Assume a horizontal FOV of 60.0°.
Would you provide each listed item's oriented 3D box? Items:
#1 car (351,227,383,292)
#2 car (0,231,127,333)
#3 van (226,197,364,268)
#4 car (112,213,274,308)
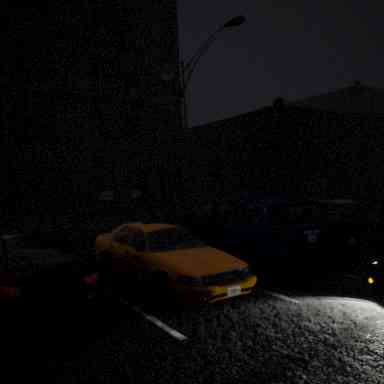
[{"bbox_3d":[5.717,1.501,7.451,4.181,1.385,1.994,0,0,-35],"label":"car"},{"bbox_3d":[-3.268,1.512,6.670,2.002,1.452,4.674,0,0,-35],"label":"car"},{"bbox_3d":[3.480,1.186,11.624,1.878,1.987,4.442,-1,0,-35],"label":"van"},{"bbox_3d":[-0.787,1.448,8.213,1.946,1.575,5.366,-1,0,-35],"label":"car"}]
